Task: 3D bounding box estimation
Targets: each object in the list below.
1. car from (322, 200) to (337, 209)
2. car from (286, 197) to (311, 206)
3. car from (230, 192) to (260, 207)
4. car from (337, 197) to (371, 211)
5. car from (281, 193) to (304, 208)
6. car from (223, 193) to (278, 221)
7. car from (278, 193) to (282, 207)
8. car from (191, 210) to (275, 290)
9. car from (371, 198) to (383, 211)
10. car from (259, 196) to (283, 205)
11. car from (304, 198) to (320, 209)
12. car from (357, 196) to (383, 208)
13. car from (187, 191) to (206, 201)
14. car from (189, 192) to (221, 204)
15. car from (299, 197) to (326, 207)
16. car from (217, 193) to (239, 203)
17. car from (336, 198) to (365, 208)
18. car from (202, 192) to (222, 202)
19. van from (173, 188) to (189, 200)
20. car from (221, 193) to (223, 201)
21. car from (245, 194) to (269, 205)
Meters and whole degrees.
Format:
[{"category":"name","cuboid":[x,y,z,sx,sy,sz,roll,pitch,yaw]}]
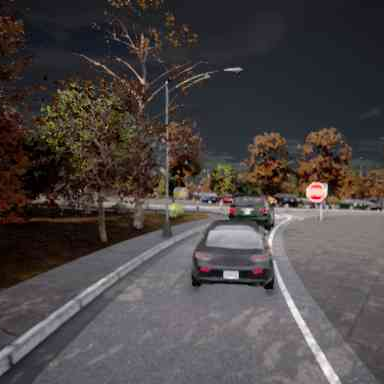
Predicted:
[{"category":"car","cuboid":[17.708,1.708,47.276,2.163,1.488,4.792,3,0,-15]},{"category":"car","cuboid":[19.552,1.715,61.329,2.097,1.535,5.008,2,0,-15]},{"category":"car","cuboid":[6.954,0.938,44.464,2.185,1.767,4.553,4,0,-15]},{"category":"car","cuboid":[23.104,1.795,48.712,2.185,1.767,4.553,2,0,-15]},{"category":"car","cuboid":[12.336,1.139,45.897,2.435,2.045,5.566,3,0,-15]},{"category":"car","cuboid":[3.512,1.121,19.093,2.150,2.045,5.566,0,0,17]},{"category":"car","cuboid":[9.635,1.232,45.145,2.097,1.535,5.008,3,0,-15]},{"category":"car","cuboid":[1.104,1.443,8.798,1.812,1.442,4.674,0,0,8]},{"category":"car","cuboid":[25.788,2.059,49.433,2.163,1.488,4.792,2,0,-15]},{"category":"car","cuboid":[14.170,1.501,59.868,2.163,1.488,4.792,3,0,-15]},{"category":"car","cuboid":[15.022,1.540,46.583,2.231,1.521,4.892,3,0,-15]},{"category":"car","cuboid":[35.708,1.989,65.668,2.435,2.045,5.566,1,1,-15]},{"category":"car","cuboid":[0.714,0.720,56.307,2.002,1.452,4.674,4,0,-15]},{"category":"car","cuboid":[1.589,0.744,42.971,2.163,1.488,4.792,4,0,-15]},{"category":"car","cuboid":[22.370,1.830,62.080,2.231,1.521,4.892,2,0,-15]},{"category":"car","cuboid":[6.201,1.059,57.800,2.163,1.488,4.792,4,0,-15]},{"category":"car","cuboid":[30.368,2.099,64.028,1.946,1.575,5.366,2,0,-15]},{"category":"car","cuboid":[3.399,0.895,57.025,2.002,1.452,4.674,4,0,-15]},{"category":"van","cuboid":[-1.814,0.290,55.494,1.878,1.987,4.442,4,1,-15]},{"category":"car","cuboid":[4.258,0.919,43.745,2.163,1.488,4.792,4,0,-15]},{"category":"car","cuboid":[11.553,1.333,59.391,1.946,1.575,5.366,3,0,-15]}]
